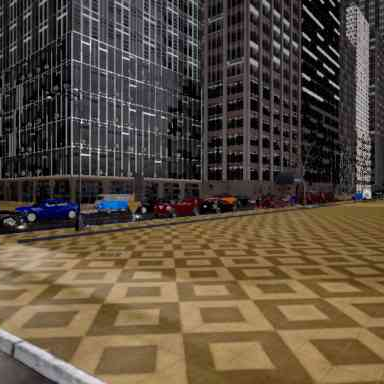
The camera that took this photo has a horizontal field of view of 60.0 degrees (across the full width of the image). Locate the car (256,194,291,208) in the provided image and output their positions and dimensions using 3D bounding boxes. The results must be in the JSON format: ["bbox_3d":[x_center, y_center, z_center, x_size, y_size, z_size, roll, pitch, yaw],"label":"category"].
[{"bbox_3d":[9.882,1.244,40.151,1.802,1.307,4.206,1,1,41],"label":"car"}]

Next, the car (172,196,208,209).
[{"bbox_3d":[-0.178,1.219,41.295,1.887,1.381,4.507,1,1,41],"label":"car"}]

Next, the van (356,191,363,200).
[{"bbox_3d":[35.765,0.683,70.410,1.690,1.788,3.998,1,1,41],"label":"van"}]

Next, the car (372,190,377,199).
[{"bbox_3d":[39.461,0.848,74.737,2.008,1.369,4.403,1,1,41],"label":"car"}]

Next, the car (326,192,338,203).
[{"bbox_3d":[20.975,0.840,53.116,2.192,1.841,5.009,1,1,41],"label":"car"}]

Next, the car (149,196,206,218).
[{"bbox_3d":[-1.116,1.241,27.101,1.967,1.590,4.097,1,1,41],"label":"car"}]

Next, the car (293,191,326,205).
[{"bbox_3d":[17.278,0.885,48.793,2.192,1.841,5.009,1,1,41],"label":"car"}]

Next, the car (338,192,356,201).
[{"bbox_3d":[28.480,0.957,61.895,1.752,1.417,4.829,1,1,41],"label":"car"}]

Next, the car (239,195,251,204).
[{"bbox_3d":[7.222,1.148,49.935,1.947,1.339,4.313,1,1,41],"label":"car"}]

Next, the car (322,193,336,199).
[{"bbox_3d":[33.106,0.829,80.200,1.947,1.339,4.313,1,1,41],"label":"car"}]

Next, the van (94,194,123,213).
[{"bbox_3d":[-7.657,1.107,32.719,1.690,1.788,3.998,1,1,41],"label":"van"}]

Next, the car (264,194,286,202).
[{"bbox_3d":[14.618,1.057,58.582,1.947,1.339,4.313,1,1,41],"label":"car"}]

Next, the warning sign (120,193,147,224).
[{"bbox_3d":[-3.620,0.977,20.725,1.300,1.860,1.060,0,0,41],"label":"warning sign"}]

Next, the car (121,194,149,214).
[{"bbox_3d":[-4.126,1.236,32.688,1.882,1.535,5.008,0,1,41],"label":"car"}]

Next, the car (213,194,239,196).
[{"bbox_3d":[3.366,1.017,41.363,2.097,1.767,4.553,0,1,43],"label":"car"}]

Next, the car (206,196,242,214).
[{"bbox_3d":[2.538,1.320,31.462,1.947,1.339,4.313,1,1,41],"label":"car"}]

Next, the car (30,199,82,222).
[{"bbox_3d":[-10.787,1.319,24.899,1.882,1.535,5.008,0,1,41],"label":"car"}]

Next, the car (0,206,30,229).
[{"bbox_3d":[-12.116,1.404,18.626,1.837,1.490,4.892,1,1,44],"label":"car"}]

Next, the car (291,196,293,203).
[{"bbox_3d":[17.078,1.062,52.713,1.812,1.442,4.674,0,1,41],"label":"car"}]

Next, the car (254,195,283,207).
[{"bbox_3d":[10.369,1.125,44.798,1.837,1.490,4.892,0,1,41],"label":"car"}]

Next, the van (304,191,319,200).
[{"bbox_3d":[25.711,0.695,71.549,1.690,1.788,3.998,1,1,41],"label":"van"}]
